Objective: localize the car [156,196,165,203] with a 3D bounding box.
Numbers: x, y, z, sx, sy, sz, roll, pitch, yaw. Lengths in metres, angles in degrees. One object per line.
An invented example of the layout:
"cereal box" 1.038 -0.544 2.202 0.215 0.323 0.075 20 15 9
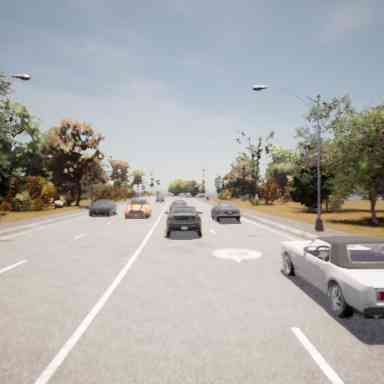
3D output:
"car" -6.759 1.531 71.088 2.128 1.511 4.902 0 0 -3

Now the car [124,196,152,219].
"car" -4.705 1.363 29.495 2.097 1.767 4.553 0 0 -3

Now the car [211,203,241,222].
"car" 2.644 1.549 26.691 2.033 1.411 5.357 0 0 -3

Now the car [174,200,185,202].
"car" -1.367 1.572 36.520 1.994 1.385 4.181 0 0 -3

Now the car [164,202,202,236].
"car" -0.476 1.509 18.619 1.837 1.490 4.892 0 0 -3

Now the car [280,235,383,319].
"car" 3.452 1.597 7.323 1.895 1.301 4.718 0 0 -1

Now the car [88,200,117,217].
"car" -8.301 1.493 31.288 1.882 1.535 5.008 0 0 -3

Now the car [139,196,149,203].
"car" -10.276 1.535 71.323 1.812 1.442 4.674 0 0 -3
